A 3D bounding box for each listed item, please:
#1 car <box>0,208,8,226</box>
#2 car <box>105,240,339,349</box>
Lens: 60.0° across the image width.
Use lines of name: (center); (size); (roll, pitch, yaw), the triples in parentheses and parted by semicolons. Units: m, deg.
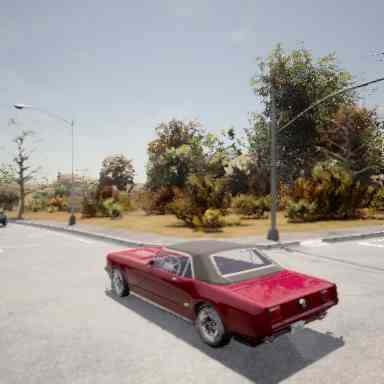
car: (-15.999, 1.967, 26.329); (2.128, 1.511, 4.902); (0, -3, -39)
car: (0.097, 1.589, 6.370); (1.895, 1.301, 4.718); (0, 0, -39)
